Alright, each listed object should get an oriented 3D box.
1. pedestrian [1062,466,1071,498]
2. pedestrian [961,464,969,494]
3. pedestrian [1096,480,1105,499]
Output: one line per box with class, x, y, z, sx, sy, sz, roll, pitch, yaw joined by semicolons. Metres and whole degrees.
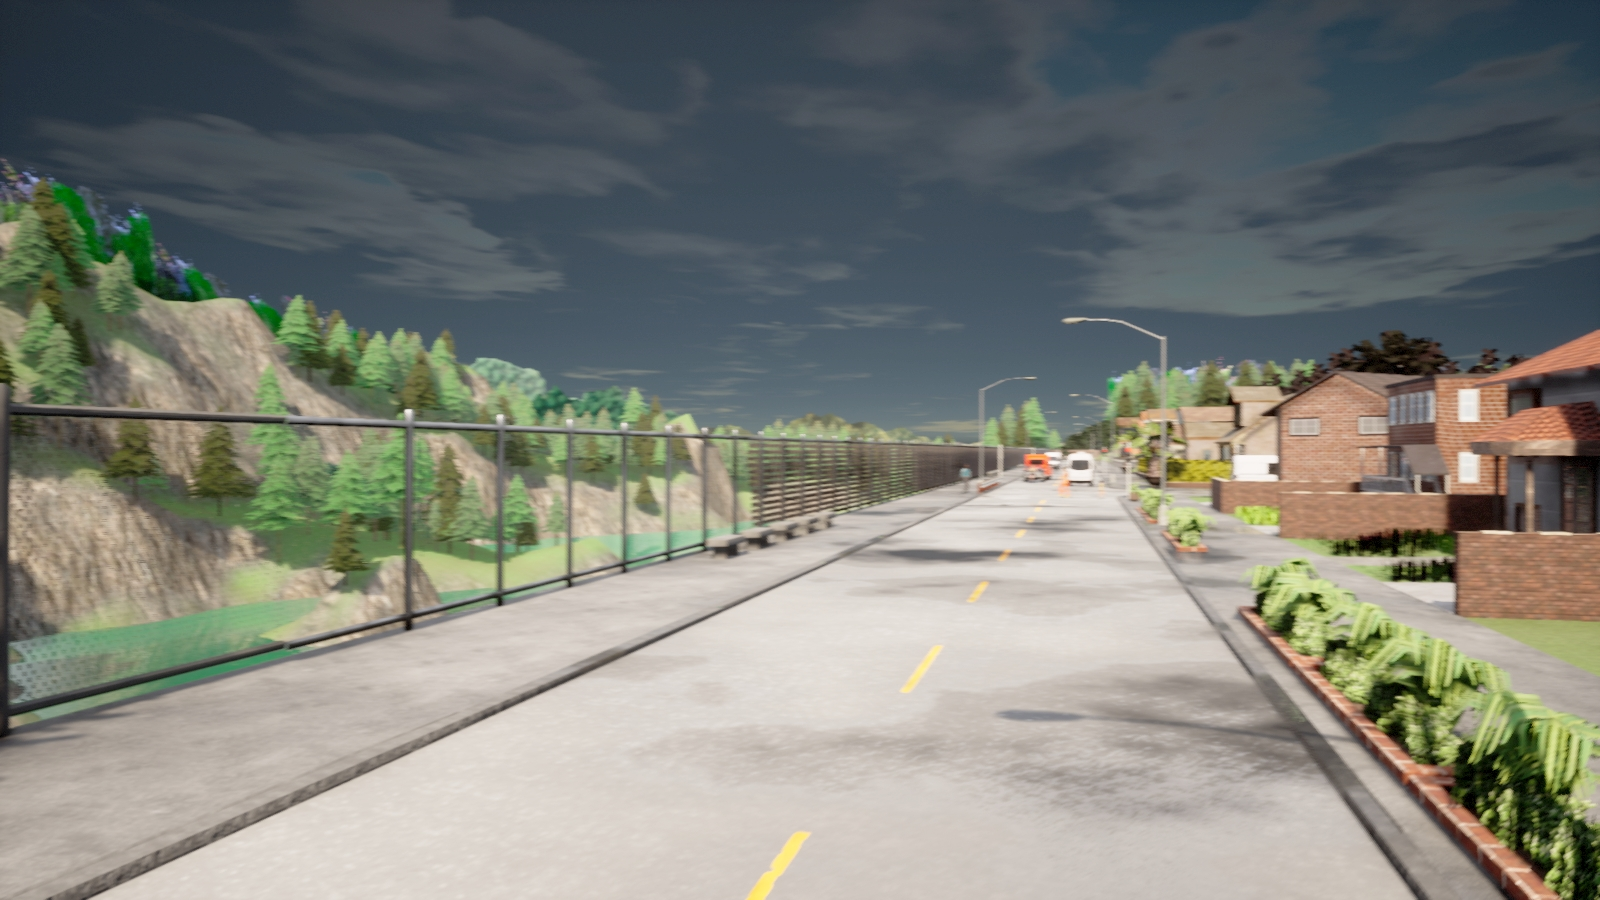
pedestrian;15.838;1.908;67.959;0.375;1.860;0.375;0;0;38
pedestrian;10.318;1.790;71.403;0.375;1.860;0.375;0;0;-26
pedestrian;17.397;2.292;66.185;0.500;1.100;0.500;0;0;15
